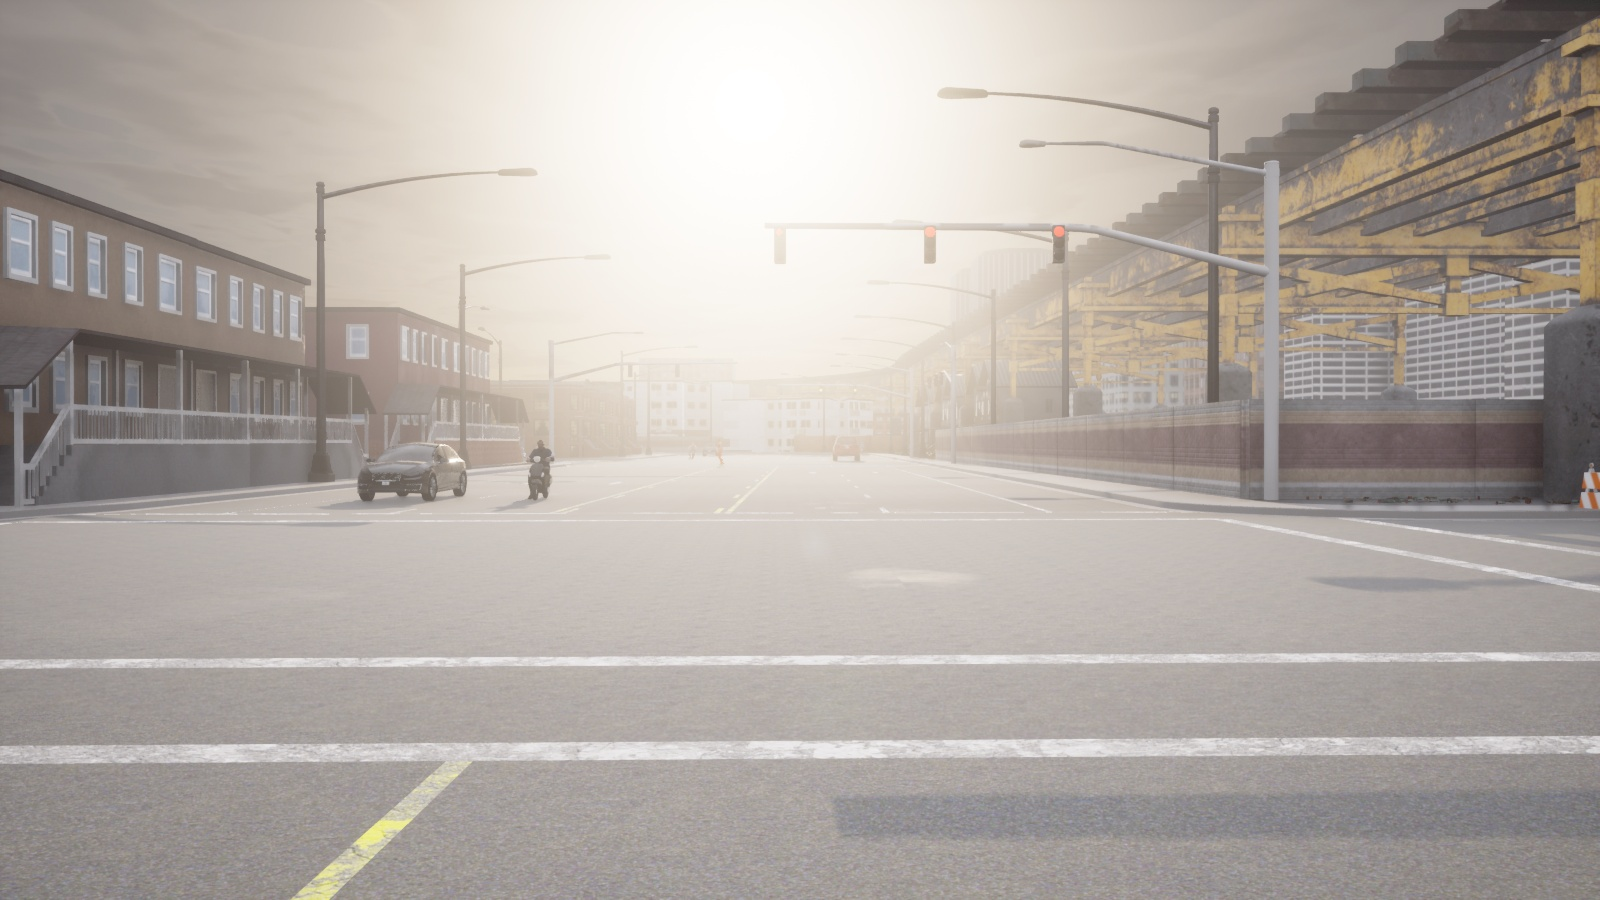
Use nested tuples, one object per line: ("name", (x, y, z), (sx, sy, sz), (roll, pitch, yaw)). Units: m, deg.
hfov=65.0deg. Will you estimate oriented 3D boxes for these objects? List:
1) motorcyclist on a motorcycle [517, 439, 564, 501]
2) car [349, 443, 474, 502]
("motorcyclist on a motorcycle", (-6.884, 0.506, 33.335), (0.866, 1.590, 1.817), (0, 0, 0))
("car", (-10.382, 0.552, 33.928), (1.837, 1.490, 4.892), (0, 0, 0))
